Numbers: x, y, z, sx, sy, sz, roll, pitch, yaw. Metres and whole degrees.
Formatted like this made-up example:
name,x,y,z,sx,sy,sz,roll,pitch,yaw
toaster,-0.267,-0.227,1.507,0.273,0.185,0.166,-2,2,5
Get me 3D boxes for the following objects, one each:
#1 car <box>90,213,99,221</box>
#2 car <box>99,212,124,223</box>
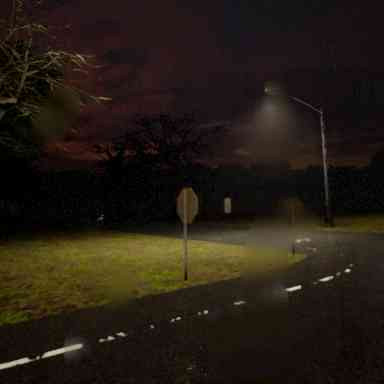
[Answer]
name,x,y,z,sx,sy,sz,roll,pitch,yaw
car,-17.080,4.501,60.758,2.128,1.511,4.902,-1,-1,-35
car,-13.067,4.269,54.988,2.033,1.411,5.357,-1,-2,-34
